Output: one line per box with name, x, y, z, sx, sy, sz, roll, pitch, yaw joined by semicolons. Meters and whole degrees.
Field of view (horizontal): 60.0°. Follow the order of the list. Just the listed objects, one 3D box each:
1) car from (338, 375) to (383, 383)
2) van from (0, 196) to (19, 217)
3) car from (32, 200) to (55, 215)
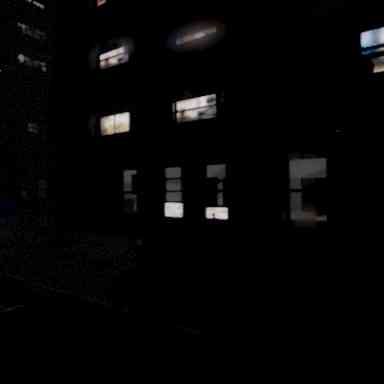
car;2.511;1.549;0.944;4.507;1.381;1.887;0;0;35
van;-16.410;1.209;27.306;1.690;1.788;3.998;0;0;35
car;-13.162;1.415;31.920;1.802;1.307;4.206;0;0;35
